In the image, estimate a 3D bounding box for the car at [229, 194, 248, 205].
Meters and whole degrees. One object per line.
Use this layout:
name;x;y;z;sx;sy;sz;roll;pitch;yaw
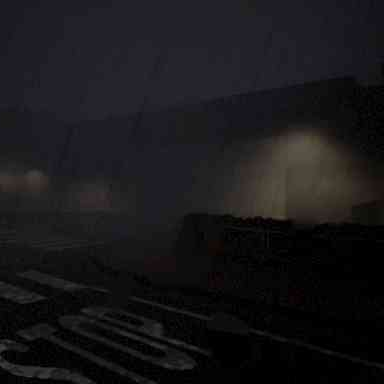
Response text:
car;7.595;1.130;51.674;2.097;1.767;4.553;1;0;36

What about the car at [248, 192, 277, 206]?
car;11.097;1.035;50.531;2.150;2.045;5.566;1;0;36
